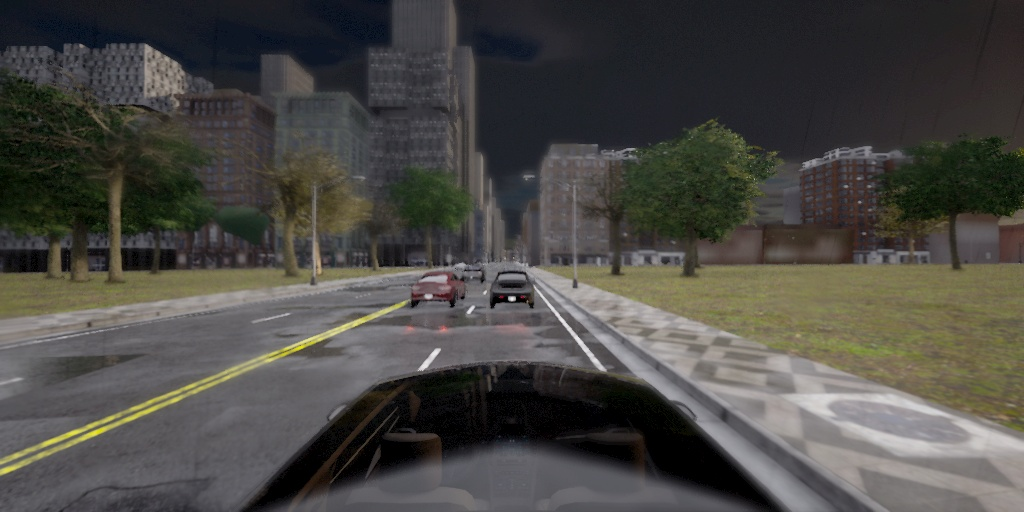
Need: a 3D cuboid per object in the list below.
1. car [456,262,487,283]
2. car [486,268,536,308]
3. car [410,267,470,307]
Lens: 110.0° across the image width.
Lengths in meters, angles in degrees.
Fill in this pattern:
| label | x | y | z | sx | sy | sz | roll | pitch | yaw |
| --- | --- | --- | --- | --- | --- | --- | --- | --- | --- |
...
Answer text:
| label | x | y | z | sx | sy | sz | roll | pitch | yaw |
| --- | --- | --- | --- | --- | --- | --- | --- | --- | --- |
| car | -3.235 | 1.539 | 31.148 | 2.128 | 1.511 | 4.902 | 0 | 0 | 0 |
| car | 0.009 | 1.399 | 16.155 | 1.837 | 1.490 | 4.892 | 0 | 0 | 0 |
| car | -3.240 | 1.418 | 16.253 | 1.812 | 1.442 | 4.674 | 0 | 0 | 0 |
